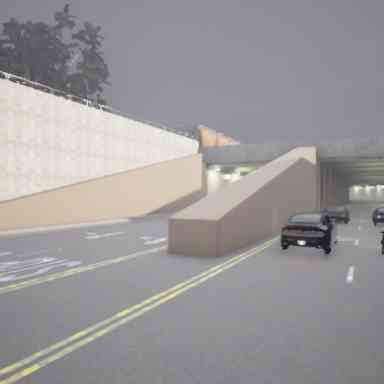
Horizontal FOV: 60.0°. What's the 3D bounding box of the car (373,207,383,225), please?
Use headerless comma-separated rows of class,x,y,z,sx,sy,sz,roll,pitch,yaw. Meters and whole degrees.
car,14.934,1.819,25.463,1.895,1.301,4.718,0,0,28

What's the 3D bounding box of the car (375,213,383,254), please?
car,7.231,1.645,10.787,2.033,1.411,5.357,0,0,28

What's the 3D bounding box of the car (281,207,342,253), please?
car,5.174,1.610,14.360,1.837,1.490,4.892,0,0,28

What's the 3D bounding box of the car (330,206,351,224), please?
car,11.835,1.809,27.088,1.895,1.301,4.718,0,0,28
